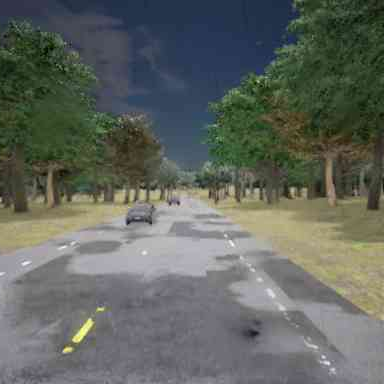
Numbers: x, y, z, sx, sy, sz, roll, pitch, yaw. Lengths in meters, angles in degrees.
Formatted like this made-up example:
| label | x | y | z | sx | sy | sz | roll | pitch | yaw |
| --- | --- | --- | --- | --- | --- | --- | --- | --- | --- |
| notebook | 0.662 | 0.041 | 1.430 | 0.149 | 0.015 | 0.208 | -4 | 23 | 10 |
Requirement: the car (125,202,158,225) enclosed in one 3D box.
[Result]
| label | x | y | z | sx | sy | sz | roll | pitch | yaw |
| --- | --- | --- | --- | --- | --- | --- | --- | --- | --- |
| car | -3.610 | 1.559 | 24.431 | 1.837 | 1.490 | 4.892 | 0 | 0 | 0 |

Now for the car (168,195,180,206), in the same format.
| label | x | y | z | sx | sy | sz | roll | pitch | yaw |
| --- | --- | --- | --- | --- | --- | --- | --- | --- | --- |
| car | -3.534 | 1.656 | 66.509 | 2.150 | 2.045 | 5.566 | 0 | -1 | 0 |

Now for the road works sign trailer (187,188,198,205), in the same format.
| label | x | y | z | sx | sy | sz | roll | pitch | yaw |
| --- | --- | --- | --- | --- | --- | --- | --- | --- | --- |
| road works sign trailer | 0.032 | 1.024 | 72.727 | 2.380 | 3.560 | 2.880 | 0 | -1 | -2 |
